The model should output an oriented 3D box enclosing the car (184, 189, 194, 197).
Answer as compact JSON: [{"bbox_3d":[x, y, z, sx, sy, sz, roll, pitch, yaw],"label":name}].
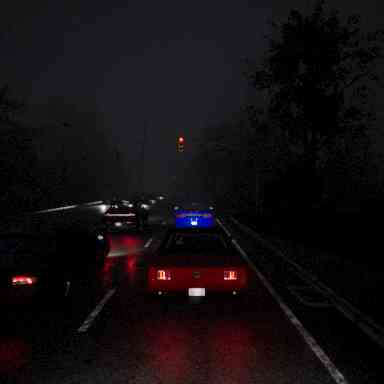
[{"bbox_3d":[-0.564,0.304,76.171,1.882,1.535,5.008,0,1,-2],"label":"car"}]

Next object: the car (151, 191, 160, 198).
[{"bbox_3d":[-7.206,0.666,57.674,2.033,1.411,5.357,0,1,-1],"label":"car"}]

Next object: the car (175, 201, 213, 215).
[{"bbox_3d":[0.098,1.230,17.622,1.882,1.535,5.008,0,1,0],"label":"car"}]

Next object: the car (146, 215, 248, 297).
[{"bbox_3d":[0.099,1.501,8.280,1.895,1.301,4.718,0,1,0],"label":"car"}]

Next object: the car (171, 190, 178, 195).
[{"bbox_3d":[-4.550,0.101,86.115,1.812,1.442,4.674,0,1,-3],"label":"car"}]

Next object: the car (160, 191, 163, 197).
[{"bbox_3d":[-7.469,0.418,73.406,1.994,1.385,4.181,0,1,-2],"label":"car"}]

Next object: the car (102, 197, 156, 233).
[{"bbox_3d":[-3.402,1.241,17.773,2.128,1.511,4.902,0,1,0],"label":"car"}]

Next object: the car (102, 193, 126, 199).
[{"bbox_3d":[-10.621,0.927,44.530,1.895,1.301,4.718,0,1,0],"label":"car"}]

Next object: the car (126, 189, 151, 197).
[{"bbox_3d":[-7.069,0.683,44.292,2.097,1.767,4.553,0,1,-1],"label":"car"}]

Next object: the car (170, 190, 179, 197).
[{"bbox_3d":[-4.048,0.362,75.662,2.033,1.411,5.357,0,1,-2],"label":"car"}]

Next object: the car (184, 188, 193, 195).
[{"bbox_3d":[-1.054,-0.072,86.282,2.097,1.767,4.553,0,1,-3],"label":"car"}]

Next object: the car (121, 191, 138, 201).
[{"bbox_3d":[-10.705,0.609,57.563,2.128,1.511,4.902,0,1,-1],"label":"car"}]

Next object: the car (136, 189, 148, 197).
[{"bbox_3d":[-10.963,0.227,73.188,2.097,1.767,4.553,0,1,-2],"label":"car"}]

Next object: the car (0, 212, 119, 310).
[{"bbox_3d":[-3.402,1.453,7.921,2.033,1.411,5.357,0,1,0],"label":"car"}]
